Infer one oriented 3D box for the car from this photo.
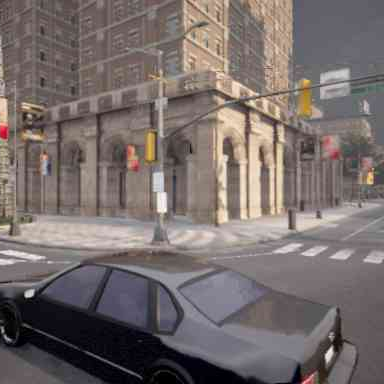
[{"bbox_3d":[-0.769,1.546,4.540,5.357,1.411,2.033,0,0,35],"label":"car"}]
